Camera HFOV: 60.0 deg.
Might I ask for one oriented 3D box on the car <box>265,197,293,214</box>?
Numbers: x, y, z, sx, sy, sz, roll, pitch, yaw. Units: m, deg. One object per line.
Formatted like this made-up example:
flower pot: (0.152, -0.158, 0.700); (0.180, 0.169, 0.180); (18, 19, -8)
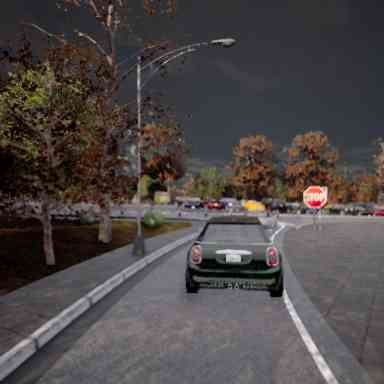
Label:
car: (10.011, 1.729, 43.039); (2.435, 2.045, 5.566); (4, -1, -18)

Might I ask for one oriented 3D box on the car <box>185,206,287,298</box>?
car: (1.142, 1.409, 8.958); (2.097, 1.767, 4.553); (0, -1, 8)

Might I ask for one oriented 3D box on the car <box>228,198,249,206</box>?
car: (4.708, 1.508, 41.339); (2.185, 1.767, 4.553); (4, -1, -18)

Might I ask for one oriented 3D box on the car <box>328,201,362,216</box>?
car: (20.623, 2.426, 46.385); (2.185, 1.767, 4.553); (3, -1, -18)

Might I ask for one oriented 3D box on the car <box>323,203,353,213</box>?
car: (27.105, 2.929, 62.044); (1.946, 1.575, 5.366); (2, 0, -18)

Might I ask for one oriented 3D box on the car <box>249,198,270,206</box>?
car: (7.352, 1.811, 42.150); (2.097, 1.535, 5.008); (4, -1, -18)

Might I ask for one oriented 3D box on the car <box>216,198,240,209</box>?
car: (5.890, 1.935, 55.619); (1.946, 1.575, 5.366); (4, -1, -18)

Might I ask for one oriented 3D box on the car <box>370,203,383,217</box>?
car: (25.902, 2.810, 48.145); (2.163, 1.488, 4.792); (2, -1, -18)

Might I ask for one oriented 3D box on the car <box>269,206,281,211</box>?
car: (4.440, 1.835, 21.765); (1.895, 1.301, 4.718); (0, -1, 20)

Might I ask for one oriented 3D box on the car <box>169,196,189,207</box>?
car: (-2.122, 1.438, 52.853); (2.002, 1.452, 4.674); (4, -1, -18)

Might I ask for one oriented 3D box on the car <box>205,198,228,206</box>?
car: (2.052, 1.478, 40.484); (2.163, 1.488, 4.792); (4, -1, -18)

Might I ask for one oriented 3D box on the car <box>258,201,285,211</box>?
car: (13.785, 2.377, 57.955); (2.097, 1.535, 5.008); (3, -1, -18)

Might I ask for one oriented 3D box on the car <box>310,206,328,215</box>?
car: (15.306, 2.317, 44.681); (2.163, 1.488, 4.792); (3, -1, -18)

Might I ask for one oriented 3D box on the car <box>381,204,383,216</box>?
car: (31.204, 2.849, 49.850); (2.185, 1.767, 4.553); (2, 0, -18)

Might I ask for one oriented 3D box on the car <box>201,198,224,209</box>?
car: (3.283, 1.799, 54.617); (2.163, 1.488, 4.792); (4, -1, -18)

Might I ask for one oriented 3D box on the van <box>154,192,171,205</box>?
van: (-4.606, 0.997, 51.919); (1.878, 1.987, 4.442); (4, 0, -18)

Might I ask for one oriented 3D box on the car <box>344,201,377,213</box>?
car: (32.355, 2.842, 63.953); (2.435, 2.045, 5.566); (2, 0, -18)

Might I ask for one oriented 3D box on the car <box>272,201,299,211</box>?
car: (16.439, 2.506, 58.807); (2.097, 1.535, 5.008); (3, -1, -18)

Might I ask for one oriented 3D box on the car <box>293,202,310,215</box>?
car: (12.659, 2.140, 43.854); (2.231, 1.521, 4.892); (3, -1, -18)

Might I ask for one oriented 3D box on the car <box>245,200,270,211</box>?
car: (11.136, 2.271, 57.079); (2.163, 1.488, 4.792); (3, -1, -18)

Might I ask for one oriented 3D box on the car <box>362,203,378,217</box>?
car: (23.267, 2.700, 47.237); (2.163, 1.488, 4.792); (2, -1, -18)

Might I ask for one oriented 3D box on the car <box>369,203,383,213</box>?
car: (37.663, 3.097, 65.661); (2.185, 1.767, 4.553); (1, 0, -18)

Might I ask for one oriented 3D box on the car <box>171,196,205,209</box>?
car: (-0.575, 1.292, 39.579); (2.163, 1.488, 4.792); (4, -1, -18)

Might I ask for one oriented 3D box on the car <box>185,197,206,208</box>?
car: (0.523, 1.623, 53.703); (2.002, 1.452, 4.674); (4, -1, -18)

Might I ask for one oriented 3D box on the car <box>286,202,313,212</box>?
car: (19.214, 2.632, 59.698); (2.231, 1.521, 4.892); (3, -1, -18)

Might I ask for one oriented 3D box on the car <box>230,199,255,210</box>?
car: (8.547, 2.095, 56.473); (1.946, 1.575, 5.366); (4, -1, -18)
